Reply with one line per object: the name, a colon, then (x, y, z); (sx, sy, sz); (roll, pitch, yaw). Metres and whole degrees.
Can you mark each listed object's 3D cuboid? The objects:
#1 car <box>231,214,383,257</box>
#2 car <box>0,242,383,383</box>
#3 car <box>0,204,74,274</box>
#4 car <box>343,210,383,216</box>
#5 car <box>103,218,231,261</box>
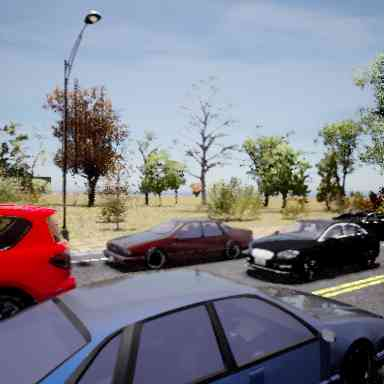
car: (3.845, 1.607, 10.216); (4.902, 1.511, 2.128); (1, 0, -34)
car: (-0.069, 1.568, 3.358); (5.357, 1.411, 2.033); (1, 0, -35)
car: (-4.474, 1.197, 4.433); (5.566, 2.045, 2.150); (1, -1, -35)
car: (8.711, 1.729, 17.293); (4.892, 1.490, 1.837); (1, 0, -33)
car: (-0.188, 1.622, 11.413); (5.357, 1.411, 2.033); (1, 0, -34)
